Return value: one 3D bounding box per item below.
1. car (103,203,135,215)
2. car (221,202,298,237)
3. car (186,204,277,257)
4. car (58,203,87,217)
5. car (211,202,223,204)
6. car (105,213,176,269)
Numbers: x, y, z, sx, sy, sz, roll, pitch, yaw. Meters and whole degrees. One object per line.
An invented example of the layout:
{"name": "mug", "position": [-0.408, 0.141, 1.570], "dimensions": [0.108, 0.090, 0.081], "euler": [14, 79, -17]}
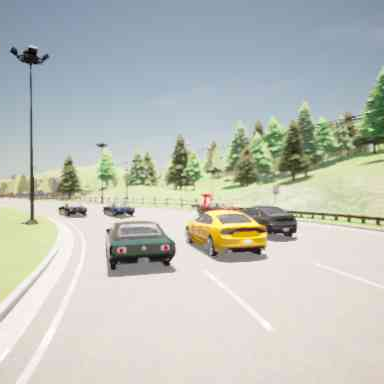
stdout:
{"name": "car", "position": [-7.163, 1.674, 32.103], "dimensions": [1.895, 1.301, 4.718], "euler": [-1, 0, -30]}
{"name": "car", "position": [3.460, 1.456, 17.219], "dimensions": [1.837, 1.490, 4.892], "euler": [0, 0, -18]}
{"name": "car", "position": [1.136, 1.459, 13.094], "dimensions": [1.882, 1.535, 5.008], "euler": [-1, 0, -15]}
{"name": "car", "position": [-12.082, 1.732, 33.455], "dimensions": [1.895, 1.301, 4.718], "euler": [-1, 0, -33]}
{"name": "car", "position": [2.307, 1.561, 29.228], "dimensions": [1.895, 1.301, 4.718], "euler": [-1, 0, -26]}
{"name": "car", "position": [-1.949, 1.620, 11.380], "dimensions": [1.895, 1.301, 4.718], "euler": [-1, 0, -16]}
